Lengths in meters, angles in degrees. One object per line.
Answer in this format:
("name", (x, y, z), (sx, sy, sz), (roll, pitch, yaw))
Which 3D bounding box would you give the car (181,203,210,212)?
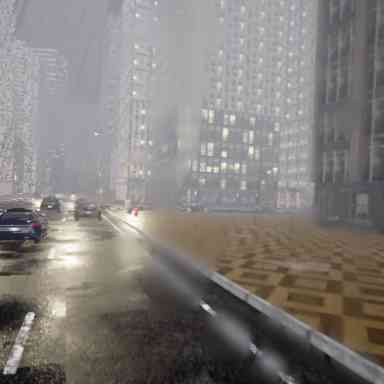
("car", (0.523, 2.257, 49.032), (4.403, 1.369, 2.008), (3, 0, -20))

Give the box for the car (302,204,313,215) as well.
("car", (21.643, 3.280, 56.920), (4.313, 1.339, 1.947), (3, 0, -20))

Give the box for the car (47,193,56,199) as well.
("car", (-36.578, 1.083, 86.874), (1.895, 1.301, 4.718), (2, -1, -19))

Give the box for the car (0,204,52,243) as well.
("car", (-7.672, 1.426, 15.000), (1.994, 1.385, 4.181), (2, -1, -19))

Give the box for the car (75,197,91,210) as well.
("car", (-14.257, 1.516, 43.403), (1.812, 1.442, 4.674), (2, 0, -19))

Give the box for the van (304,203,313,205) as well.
("van", (24.072, 3.140, 66.735), (3.998, 1.788, 1.690), (3, 0, -20))

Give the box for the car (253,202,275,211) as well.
("car", (13.486, 2.735, 62.851), (4.097, 1.590, 1.967), (3, 0, -20))

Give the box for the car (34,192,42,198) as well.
("car", (-39.648, 0.874, 85.823), (1.837, 1.490, 4.892), (2, -1, -19))

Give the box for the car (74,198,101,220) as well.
("car", (-8.435, 1.501, 26.908), (1.994, 1.385, 4.181), (2, 0, -19))

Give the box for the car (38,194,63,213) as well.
("car", (-14.485, 1.271, 34.323), (1.882, 1.535, 5.008), (2, -1, -19))
